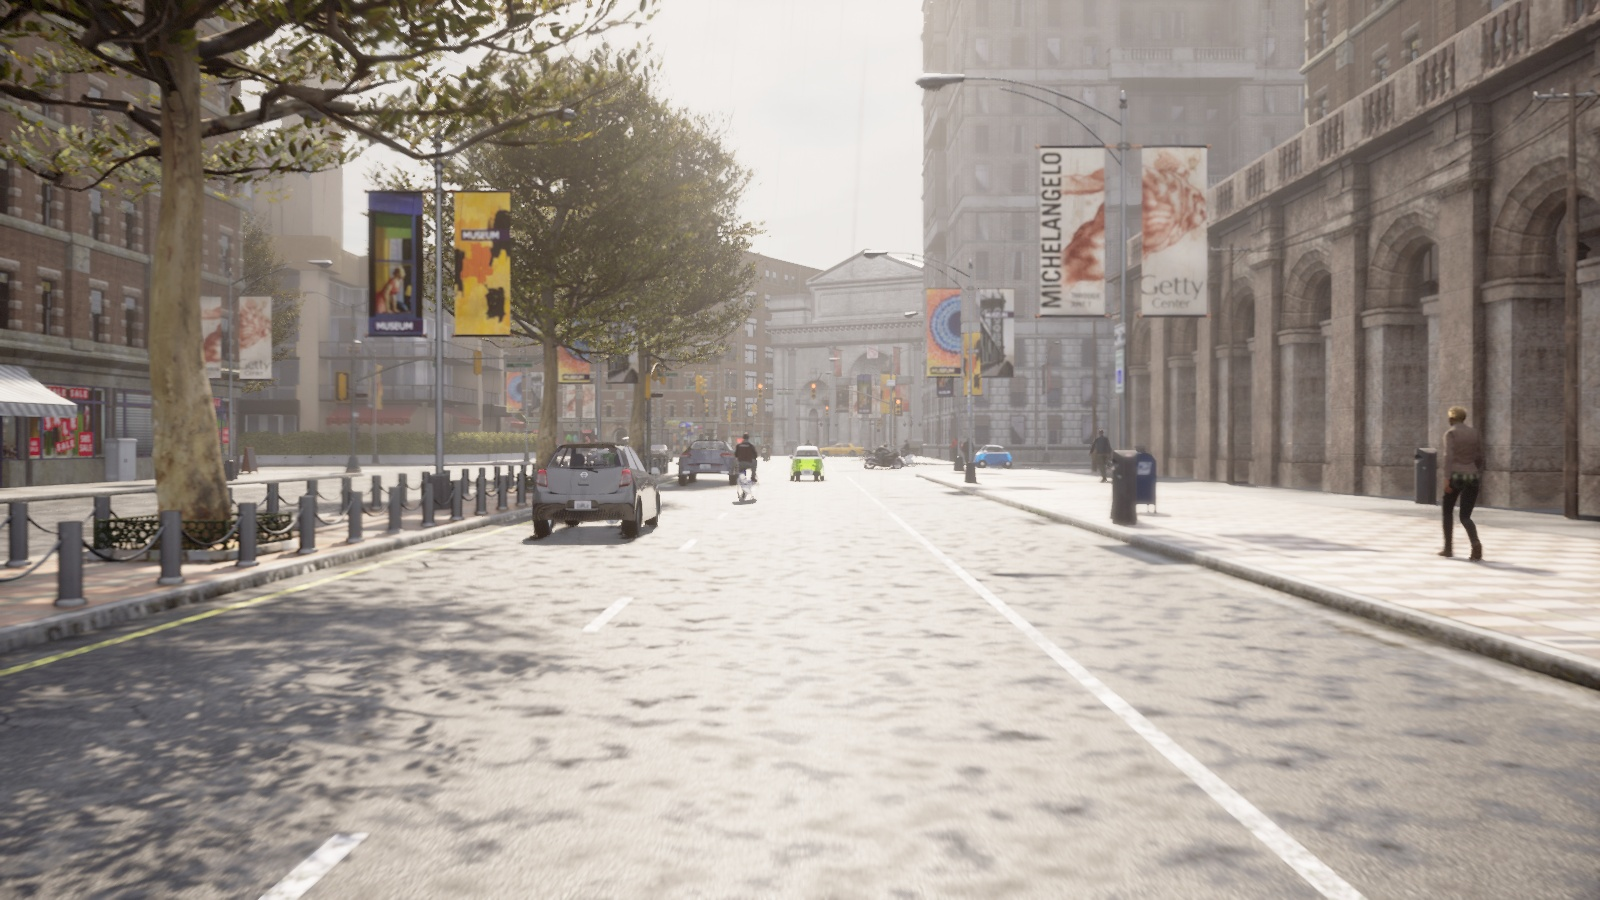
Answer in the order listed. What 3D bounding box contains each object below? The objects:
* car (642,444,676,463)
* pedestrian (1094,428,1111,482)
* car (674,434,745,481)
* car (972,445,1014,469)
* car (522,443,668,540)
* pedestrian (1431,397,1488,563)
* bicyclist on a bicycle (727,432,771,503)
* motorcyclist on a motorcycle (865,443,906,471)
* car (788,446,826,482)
[{"bbox_3d":[-10.931,0.235,97.593,2.033,1.411,5.357,0,0,0],"label":"car"},{"bbox_3d":[10.277,0.171,42.648,0.402,1.842,0.726,0,0,0],"label":"pedestrian"},{"bbox_3d":[-3.298,0.259,46.730,2.152,1.651,5.027,0,0,1],"label":"car"},{"bbox_3d":[11.312,0.395,73.682,2.207,1.376,1.481,0,0,0],"label":"car"},{"bbox_3d":[-3.364,0.638,21.250,1.845,1.501,3.633,0,0,0],"label":"car"},{"bbox_3d":[7.491,0.329,14.271,0.331,1.846,0.634,0,0,3],"label":"pedestrian"},{"bbox_3d":[-1.306,0.433,32.393,0.659,1.776,1.843,0,1,14],"label":"bicyclist on a bicycle"},{"bbox_3d":[4.786,0.389,70.385,2.191,1.530,0.866,0,0,10],"label":"motorcyclist on a motorcycle"},{"bbox_3d":[0.285,0.522,49.642,1.481,1.376,2.207,0,1,1],"label":"car"}]
